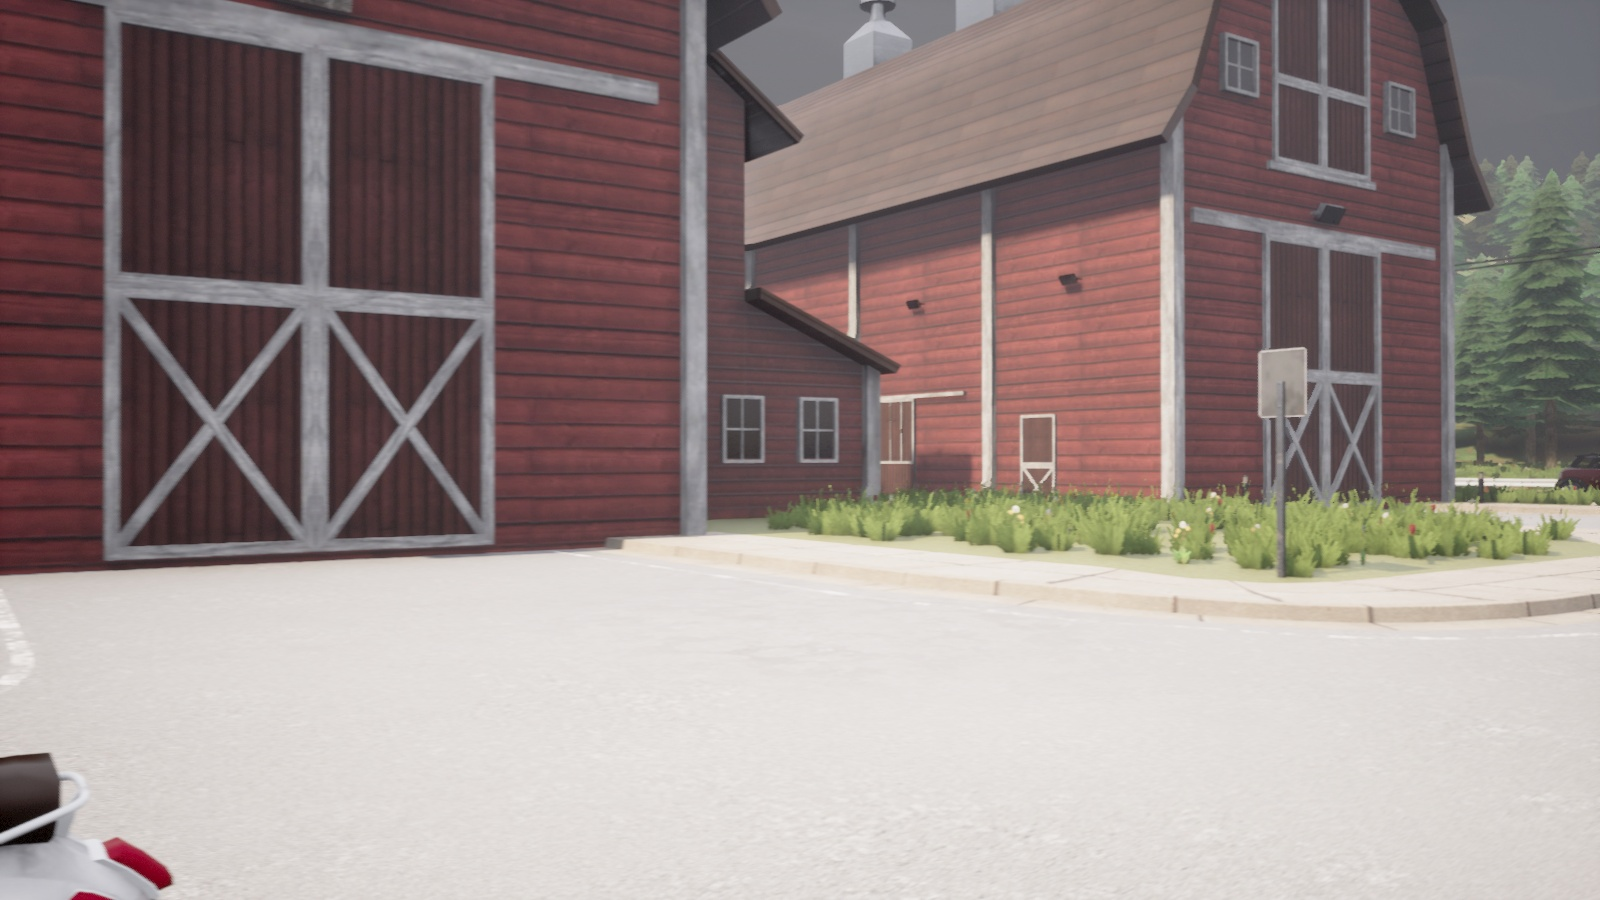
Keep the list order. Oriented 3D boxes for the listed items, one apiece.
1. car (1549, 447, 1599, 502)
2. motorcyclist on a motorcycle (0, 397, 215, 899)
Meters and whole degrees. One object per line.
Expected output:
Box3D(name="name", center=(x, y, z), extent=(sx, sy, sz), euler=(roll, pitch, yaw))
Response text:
Box3D(name="car", center=(26.716, 0.766, 39.872), extent=(2.097, 1.767, 4.553), euler=(0, 0, -34))
Box3D(name="motorcyclist on a motorcycle", center=(-2.097, 0.705, 2.203), extent=(1.817, 1.590, 0.866), euler=(-1, 1, -35))
